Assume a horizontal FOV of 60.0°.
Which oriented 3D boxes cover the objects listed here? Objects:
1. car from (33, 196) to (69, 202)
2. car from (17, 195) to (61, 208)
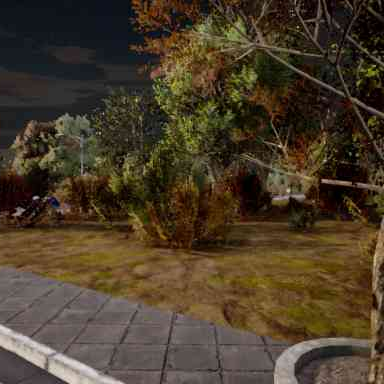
[{"bbox_3d":[-17.572,1.245,41.306,1.882,1.535,5.008,0,0,32],"label":"car"},{"bbox_3d":[-20.087,1.221,43.881,1.882,1.535,5.008,0,0,32],"label":"car"}]
